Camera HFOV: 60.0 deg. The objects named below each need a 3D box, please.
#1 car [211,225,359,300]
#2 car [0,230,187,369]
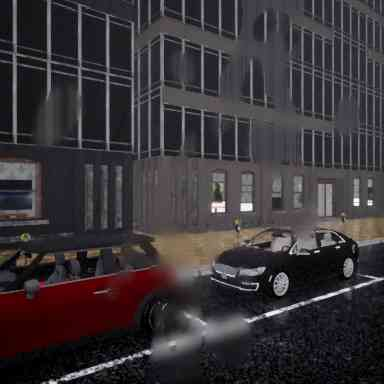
[{"bbox_3d":[2.456,1.550,8.314,4.403,1.369,2.008,0,0,-36],"label":"car"},{"bbox_3d":[-2.177,1.440,5.008,4.097,1.590,1.967,0,0,-36],"label":"car"}]
